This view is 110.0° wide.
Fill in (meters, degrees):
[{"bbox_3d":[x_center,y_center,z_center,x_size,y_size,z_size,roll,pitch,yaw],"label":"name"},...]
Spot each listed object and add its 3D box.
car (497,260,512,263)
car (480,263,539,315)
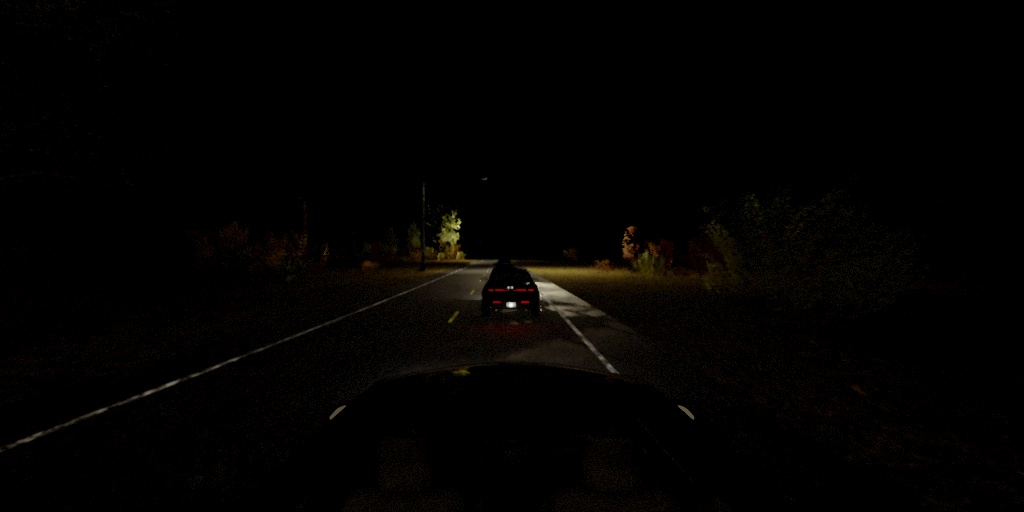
[{"bbox_3d":[-0.686,1.077,32.833,1.812,1.442,4.674,0,0,-2],"label":"car"},{"bbox_3d":[-0.080,1.183,13.059,1.837,1.490,4.892,0,0,-1],"label":"car"}]
